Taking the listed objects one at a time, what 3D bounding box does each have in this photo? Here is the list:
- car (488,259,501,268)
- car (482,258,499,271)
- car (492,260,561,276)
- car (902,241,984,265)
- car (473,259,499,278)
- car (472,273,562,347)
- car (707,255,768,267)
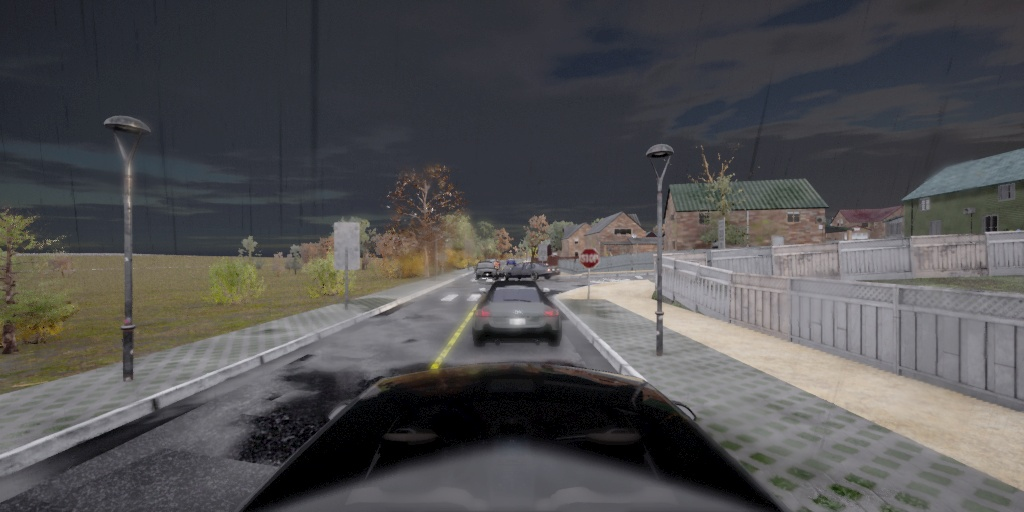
[{"bbox_3d":[-2.979,1.256,61.117,1.882,1.535,5.008,0,0,0],"label":"car"},{"bbox_3d":[-2.969,1.120,51.080,2.097,1.767,4.553,0,0,0],"label":"car"},{"bbox_3d":[1.271,1.197,28.361,5.357,1.411,2.033,-4,-3,43],"label":"car"},{"bbox_3d":[23.842,-0.208,20.372,4.902,1.511,2.128,-3,0,14],"label":"car"},{"bbox_3d":[-2.324,1.257,31.264,1.837,1.490,4.892,0,0,-8],"label":"car"},{"bbox_3d":[0.084,1.313,9.344,1.994,1.385,4.181,0,0,-1],"label":"car"},{"bbox_3d":[14.336,0.413,22.770,4.181,1.385,1.994,-3,0,16],"label":"car"}]
